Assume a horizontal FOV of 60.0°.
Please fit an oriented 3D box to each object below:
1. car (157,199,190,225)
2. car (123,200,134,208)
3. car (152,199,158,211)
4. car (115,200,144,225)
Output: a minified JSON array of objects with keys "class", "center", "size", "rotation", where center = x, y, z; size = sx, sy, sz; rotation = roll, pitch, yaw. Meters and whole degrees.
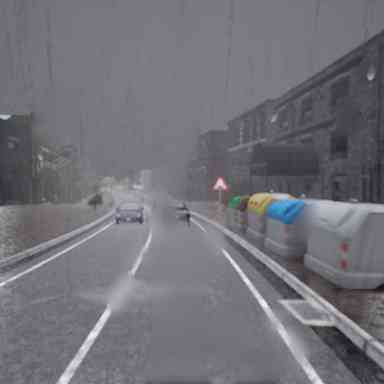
[{"class":"car","center":[-1.212,1.462,23.863],"size":[2.128,1.511,4.902],"rotation":[0,0,-6]},{"class":"car","center":[-12.462,2.330,64.769],"size":[1.994,1.385,4.181],"rotation":[0,-1,-13]},{"class":"car","center":[-3.881,1.548,41.072],"size":[2.128,1.511,4.902],"rotation":[0,-1,-11]},{"class":"car","center":[-4.461,1.457,24.205],"size":[1.812,1.442,4.674],"rotation":[0,2,-7]}]
